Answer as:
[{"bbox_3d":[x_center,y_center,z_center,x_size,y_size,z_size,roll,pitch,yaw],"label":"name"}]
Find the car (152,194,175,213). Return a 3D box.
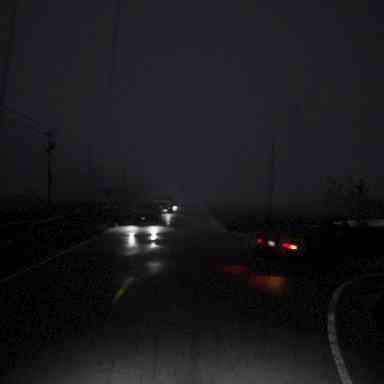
[{"bbox_3d":[-3.406,1.294,38.813,2.150,2.045,5.566,0,0,-1],"label":"car"}]

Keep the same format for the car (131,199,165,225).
[{"bbox_3d":[-3.313,1.552,24.994,1.837,1.490,4.892,0,0,0],"label":"car"}]

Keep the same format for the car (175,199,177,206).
[{"bbox_3d":[-3.533,1.706,55.558,1.895,1.301,4.718,0,0,0],"label":"car"}]

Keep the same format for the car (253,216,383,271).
[{"bbox_3d":[4.525,1.496,10.711,5.357,1.411,2.033,-1,0,-28],"label":"car"}]
